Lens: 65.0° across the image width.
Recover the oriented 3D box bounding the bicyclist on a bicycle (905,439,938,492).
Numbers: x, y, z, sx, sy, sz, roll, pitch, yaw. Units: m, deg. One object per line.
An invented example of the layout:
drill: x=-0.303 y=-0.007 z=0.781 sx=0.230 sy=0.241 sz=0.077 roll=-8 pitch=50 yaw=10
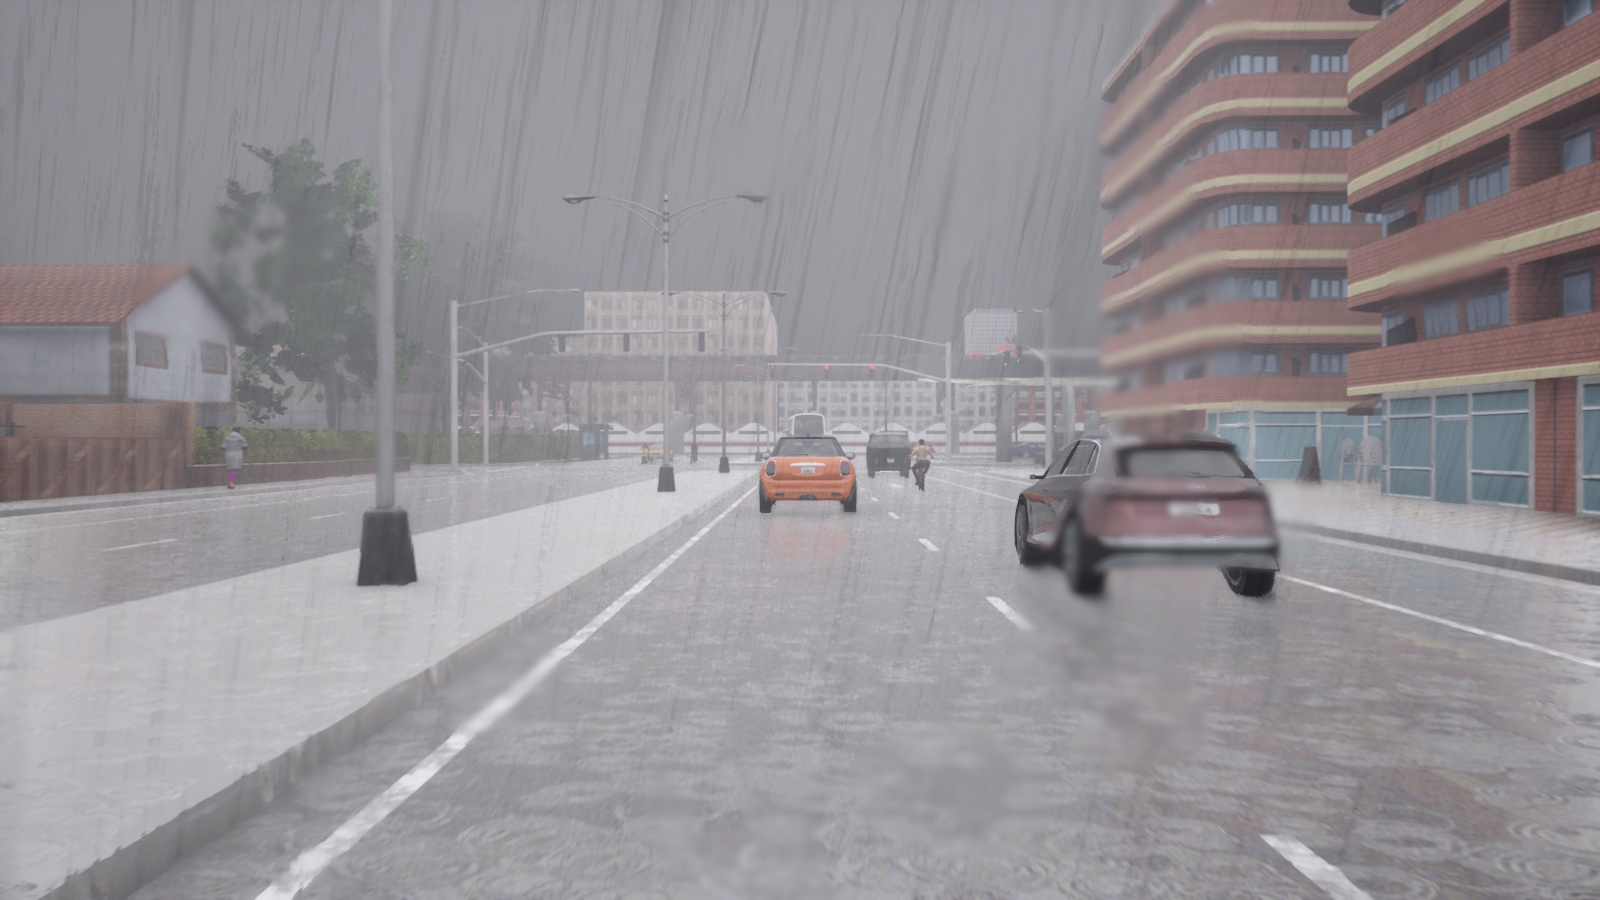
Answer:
bicyclist on a bicycle: x=3.741 y=0.468 z=38.754 sx=0.866 sy=1.612 sz=1.509 roll=0 pitch=0 yaw=0

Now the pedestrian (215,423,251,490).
pedestrian: x=-16.739 y=0.179 z=37.075 sx=0.659 sy=1.952 sz=0.873 roll=0 pitch=0 yaw=-1

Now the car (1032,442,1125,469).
car: x=16.244 y=0.324 z=73.362 sx=5.008 sy=1.535 sz=1.882 roll=0 pitch=0 yaw=-2

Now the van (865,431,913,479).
van: x=3.826 y=0.194 z=54.641 sx=1.775 sy=1.987 sz=4.442 roll=0 pitch=0 yaw=0

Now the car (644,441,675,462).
car: x=-10.929 y=0.126 z=97.762 sx=1.801 sy=1.575 sz=5.366 roll=0 pitch=0 yaw=0

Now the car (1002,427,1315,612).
car: x=3.593 y=0.603 z=13.637 sx=2.033 sy=1.649 sz=4.856 roll=0 pitch=0 yaw=0

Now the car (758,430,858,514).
car: x=0.178 y=0.444 z=28.604 sx=2.097 sy=1.767 sz=4.553 roll=0 pitch=0 yaw=0
